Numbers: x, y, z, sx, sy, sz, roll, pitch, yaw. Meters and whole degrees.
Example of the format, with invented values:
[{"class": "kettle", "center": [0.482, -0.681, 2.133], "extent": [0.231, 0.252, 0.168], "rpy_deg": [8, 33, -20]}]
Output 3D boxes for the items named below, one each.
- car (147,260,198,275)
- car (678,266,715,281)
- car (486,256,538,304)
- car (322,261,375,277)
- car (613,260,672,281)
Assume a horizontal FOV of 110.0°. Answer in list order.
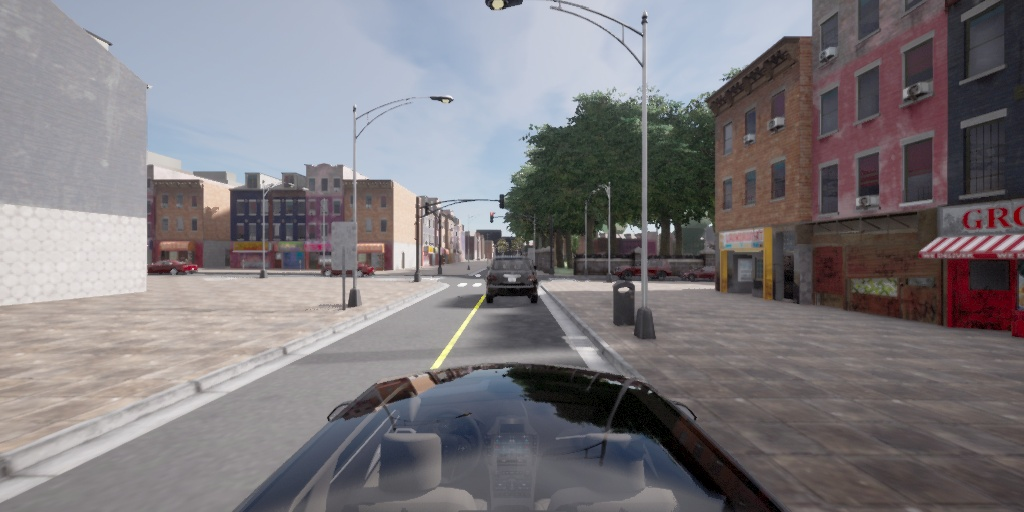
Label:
[{"class": "car", "center": [-31.026, 1.006, 32.357], "extent": [4.507, 1.381, 1.888], "rpy_deg": [0, 0, 0]}, {"class": "car", "center": [17.161, 1.549, 32.188], "extent": [4.207, 1.307, 1.802], "rpy_deg": [0, 0, 0]}, {"class": "car", "center": [0.000, 1.011, 16.531], "extent": [2.150, 2.045, 5.566], "rpy_deg": [0, 0, 0]}, {"class": "car", "center": [-14.715, 1.165, 32.300], "extent": [4.507, 1.381, 1.888], "rpy_deg": [0, 0, 0]}, {"class": "car", "center": [11.712, 1.219, 32.207], "extent": [5.009, 1.841, 2.192], "rpy_deg": [0, 0, 0]}]
